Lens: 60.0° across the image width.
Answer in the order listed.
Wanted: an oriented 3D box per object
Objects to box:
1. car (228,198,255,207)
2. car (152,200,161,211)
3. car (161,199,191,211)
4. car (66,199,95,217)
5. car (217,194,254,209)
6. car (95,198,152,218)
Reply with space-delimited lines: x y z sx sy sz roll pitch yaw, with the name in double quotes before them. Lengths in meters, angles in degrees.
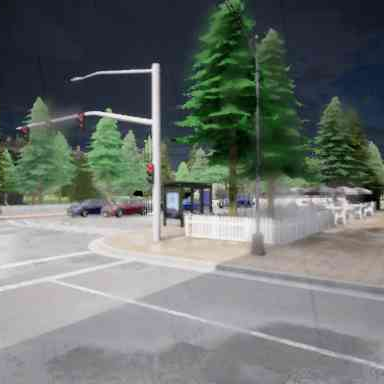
"car" 7.881 1.646 52.764 4.181 1.385 1.994 0 0 -37
"car" -4.739 1.661 39.132 1.994 1.385 4.181 0 0 36
"car" -0.884 1.554 38.453 1.882 1.535 5.008 0 0 37
"car" -9.801 1.449 32.181 2.097 1.767 4.553 0 0 36
"car" 5.968 1.293 46.620 5.566 2.045 2.150 0 0 -44
"car" -6.321 1.429 31.030 2.097 1.767 4.553 0 0 36
